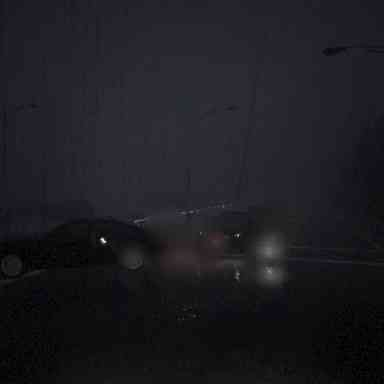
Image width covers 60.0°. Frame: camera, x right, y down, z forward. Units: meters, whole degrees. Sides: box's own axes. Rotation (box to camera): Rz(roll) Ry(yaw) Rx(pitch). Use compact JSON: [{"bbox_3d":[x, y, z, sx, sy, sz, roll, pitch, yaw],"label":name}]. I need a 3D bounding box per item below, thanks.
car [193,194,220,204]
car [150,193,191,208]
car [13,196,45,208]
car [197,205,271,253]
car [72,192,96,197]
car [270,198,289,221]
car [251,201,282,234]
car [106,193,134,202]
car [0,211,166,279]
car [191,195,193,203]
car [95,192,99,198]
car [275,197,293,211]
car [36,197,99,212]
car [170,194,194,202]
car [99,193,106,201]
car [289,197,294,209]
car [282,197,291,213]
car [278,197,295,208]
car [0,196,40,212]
[{"bbox_3d":[1.693,1.125,56.772,5.027,1.636,2.152,0,0,19],"label":"car"},{"bbox_3d":[-2.942,1.074,41.767,4.605,1.855,1.932,0,0,18],"label":"car"},{"bbox_3d":[-21.672,1.273,44.284,3.633,1.501,1.845,0,0,18],"label":"car"},{"bbox_3d":[1.822,1.514,13.886,1.812,1.442,4.674,0,0,24],"label":"car"},{"bbox_3d":[-18.433,1.249,53.738,4.514,1.523,2.007,0,0,18],"label":"car"},{"bbox_3d":[5.885,1.475,24.939,2.128,1.511,4.902,0,0,19],"label":"car"},{"bbox_3d":[3.972,1.490,19.294,1.837,1.490,4.892,0,0,19],"label":"car"},{"bbox_3d":[-13.771,1.046,65.311,4.605,1.855,1.932,0,0,18],"label":"car"},{"bbox_3d":[-3.278,1.475,9.864,5.008,1.535,1.882,0,0,-15],"label":"car"},{"bbox_3d":[-2.402,1.052,44.651,3.866,1.878,1.905,0,0,18],"label":"car"},{"bbox_3d":[-21.816,1.298,67.989,3.806,1.475,1.970,0,0,19],"label":"car"},{"bbox_3d":[11.683,1.483,42.094,1.837,1.490,4.892,0,0,19],"label":"car"},{"bbox_3d":[-9.021,1.356,24.205,3.633,1.501,1.845,0,0,18],"label":"car"},{"bbox_3d":[-2.065,1.257,68.682,4.514,1.523,2.007,0,0,18],"label":"car"},{"bbox_3d":[-20.173,1.014,70.943,3.866,1.878,1.905,0,0,18],"label":"car"},{"bbox_3d":[9.808,1.544,36.539,1.994,1.385,4.181,0,0,19],"label":"car"},{"bbox_3d":[7.766,1.486,30.501,1.837,1.490,4.892,0,0,19],"label":"car"},{"bbox_3d":[13.567,1.468,47.669,2.128,1.511,4.902,0,0,19],"label":"car"},{"bbox_3d":[-15.098,1.356,29.404,3.806,1.475,1.970,0,0,19],"label":"car"}]
